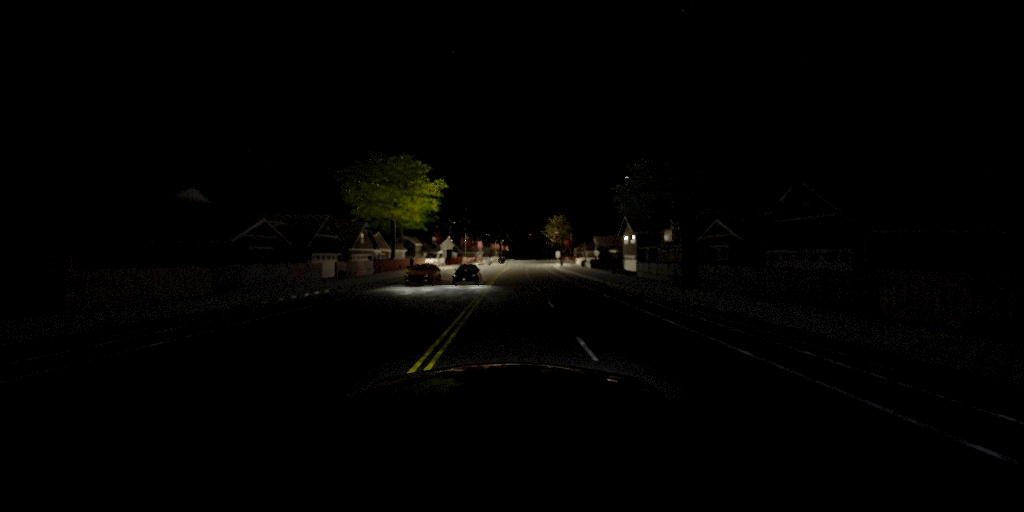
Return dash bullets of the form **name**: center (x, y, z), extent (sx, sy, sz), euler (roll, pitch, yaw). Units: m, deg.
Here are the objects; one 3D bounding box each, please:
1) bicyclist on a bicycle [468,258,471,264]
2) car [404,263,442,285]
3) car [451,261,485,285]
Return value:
- **bicyclist on a bicycle**: center (-7.580, 1.188, 63.727), extent (0.659, 1.776, 1.843), euler (0, 0, 4)
- **car**: center (-6.580, 1.291, 26.958), extent (1.882, 1.535, 5.008), euler (0, 0, 0)
- **car**: center (-3.330, 1.340, 27.217), extent (1.812, 1.442, 4.674), euler (0, 0, 0)
